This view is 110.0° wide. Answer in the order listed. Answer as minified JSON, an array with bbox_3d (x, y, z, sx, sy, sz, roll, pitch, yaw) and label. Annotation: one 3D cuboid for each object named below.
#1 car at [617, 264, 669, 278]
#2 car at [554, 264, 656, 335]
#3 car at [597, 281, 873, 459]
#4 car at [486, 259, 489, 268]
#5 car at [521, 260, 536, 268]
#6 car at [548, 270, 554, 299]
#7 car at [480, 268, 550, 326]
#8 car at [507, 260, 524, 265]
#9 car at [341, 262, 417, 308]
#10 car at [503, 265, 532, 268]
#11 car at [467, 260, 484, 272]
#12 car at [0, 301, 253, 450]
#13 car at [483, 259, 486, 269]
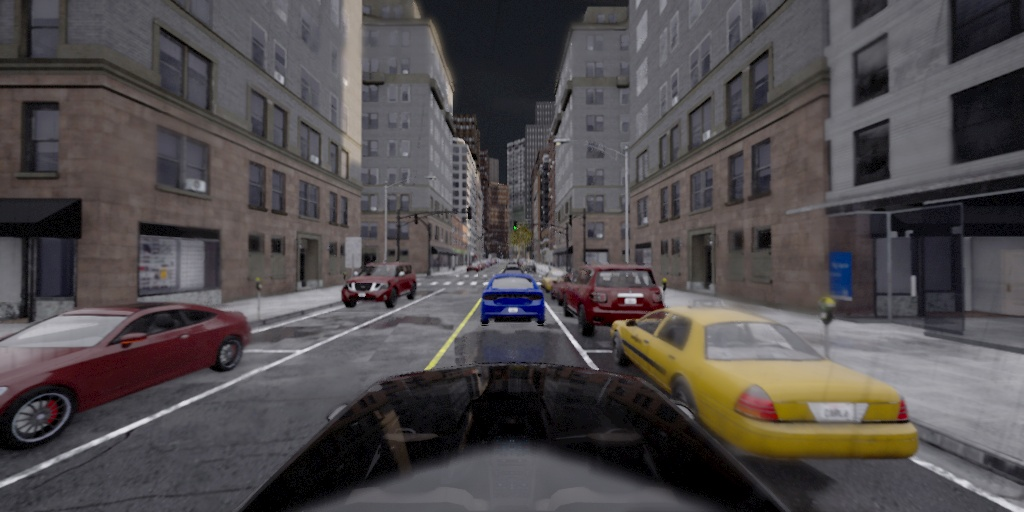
[{"bbox_3d":[13.460,1.546,37.039,4.674,1.442,1.812,0,-1,-1],"label":"car"},{"bbox_3d":[2.758,1.153,10.734,2.192,1.841,5.009,0,0,0],"label":"car"},{"bbox_3d":[2.761,1.310,5.349,1.751,1.417,4.829,0,0,0],"label":"car"},{"bbox_3d":[-5.802,1.740,64.794,1.888,1.381,4.507,0,0,0],"label":"car"},{"bbox_3d":[2.730,1.695,53.945,2.007,1.370,4.403,0,0,0],"label":"car"},{"bbox_3d":[2.754,1.471,16.285,1.802,1.307,4.207,0,0,0],"label":"car"},{"bbox_3d":[0.015,1.330,12.198,1.882,1.535,5.008,0,0,0],"label":"car"},{"bbox_3d":[0.072,1.584,40.295,1.837,1.490,4.892,0,0,0],"label":"car"},{"bbox_3d":[-5.771,1.203,16.286,2.192,1.841,5.009,0,0,0],"label":"car"},{"bbox_3d":[0.086,1.515,23.836,1.994,1.385,4.181,0,0,0],"label":"car"},{"bbox_3d":[-5.795,1.690,53.946,1.888,1.381,4.507,0,0,0],"label":"car"},{"bbox_3d":[-5.764,1.367,5.180,1.802,1.307,4.207,0,0,0],"label":"car"},{"bbox_3d":[-5.799,1.611,59.371,1.967,1.591,4.097,0,0,0],"label":"car"}]
